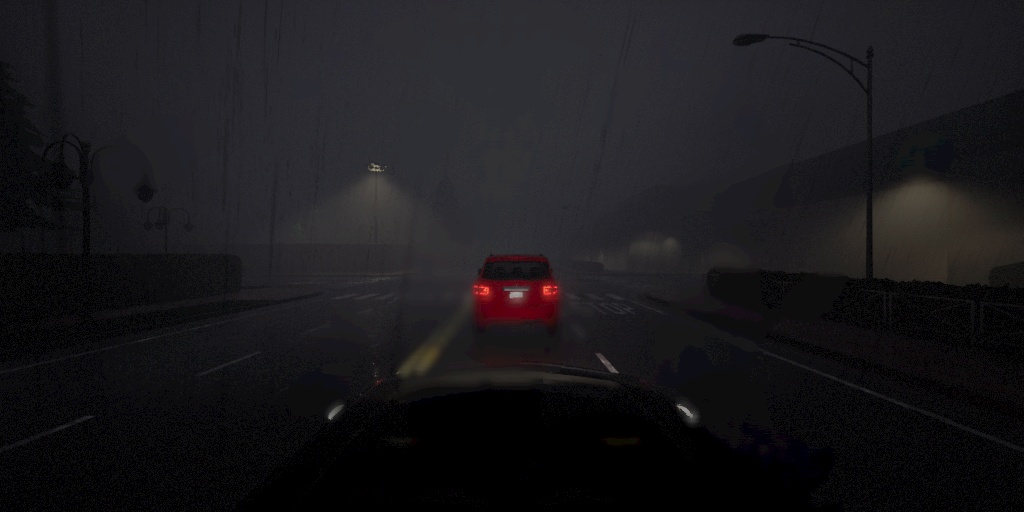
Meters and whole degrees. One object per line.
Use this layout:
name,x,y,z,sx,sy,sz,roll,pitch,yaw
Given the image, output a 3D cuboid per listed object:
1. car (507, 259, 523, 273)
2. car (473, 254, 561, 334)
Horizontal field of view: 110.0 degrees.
car,0.350,1.227,45.580,1.882,1.535,5.008,0,0,1
car,0.120,0.971,10.727,2.150,2.045,5.566,0,0,0
